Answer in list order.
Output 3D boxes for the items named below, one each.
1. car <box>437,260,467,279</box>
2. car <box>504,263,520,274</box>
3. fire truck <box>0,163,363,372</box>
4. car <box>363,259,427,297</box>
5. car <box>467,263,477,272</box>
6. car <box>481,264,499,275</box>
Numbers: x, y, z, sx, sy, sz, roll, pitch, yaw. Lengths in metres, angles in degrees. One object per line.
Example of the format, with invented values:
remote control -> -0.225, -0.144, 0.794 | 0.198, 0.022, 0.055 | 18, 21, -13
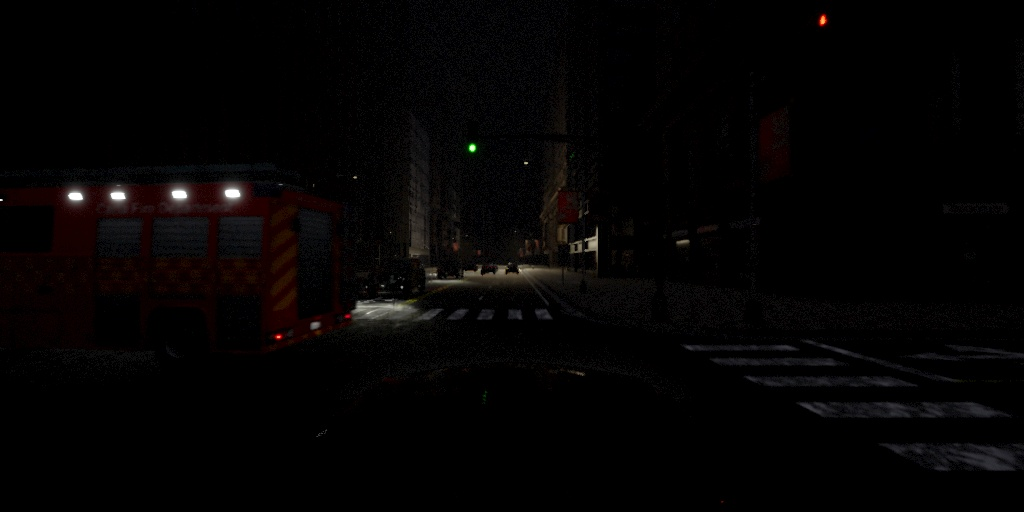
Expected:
car -> -6.576, 1.406, 38.882 | 2.150, 2.045, 5.566 | 0, 0, 0
car -> 0.008, 1.851, 50.913 | 1.812, 1.442, 4.674 | 0, -1, 0
fire truck -> -8.138, 0.173, 7.907 | 8.468, 3.827, 2.891 | 0, 0, 5
car -> -6.591, 1.198, 21.051 | 2.150, 2.045, 5.566 | 0, -1, 0
car -> -6.491, 1.736, 55.504 | 1.994, 1.385, 4.181 | 0, -1, 0
car -> -3.242, 1.812, 50.498 | 2.128, 1.511, 4.902 | 0, -1, 0
